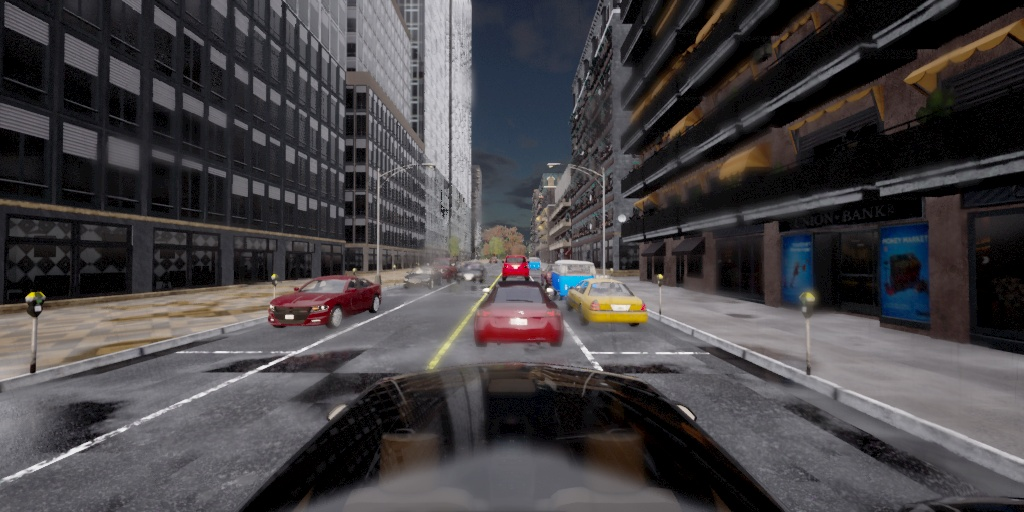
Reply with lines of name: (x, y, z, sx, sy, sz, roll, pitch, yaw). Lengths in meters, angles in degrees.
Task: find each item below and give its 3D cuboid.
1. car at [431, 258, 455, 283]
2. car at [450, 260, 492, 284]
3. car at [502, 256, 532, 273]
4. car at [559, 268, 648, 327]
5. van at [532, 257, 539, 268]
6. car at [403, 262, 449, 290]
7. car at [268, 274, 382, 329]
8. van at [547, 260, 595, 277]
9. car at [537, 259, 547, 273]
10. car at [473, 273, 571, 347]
car: (-5.483, 1.072, 28.282, 2.192, 1.841, 5.009, 0, 0, 0)
car: (-2.904, 1.249, 26.668, 2.128, 1.511, 4.902, 0, 0, 0)
car: (0.318, 0.980, 30.070, 2.150, 2.045, 5.566, 0, 0, 1)
car: (2.766, 1.278, 11.422, 1.751, 1.417, 4.829, 0, 0, 0)
van: (3.076, 1.106, 50.852, 1.690, 1.789, 3.998, 0, 0, 0)
car: (-5.527, 1.306, 22.625, 2.007, 1.370, 4.403, 0, 0, 0)
car: (-5.616, 1.298, 11.311, 1.888, 1.381, 4.507, 0, 0, 0)
van: (2.809, 1.095, 16.909, 1.690, 1.789, 3.998, 0, 0, 0)
car: (2.853, 1.196, 22.566, 1.967, 1.591, 4.097, 0, 0, 0)
car: (0.157, 1.316, 9.319, 1.994, 1.385, 4.181, 0, 0, 0)
